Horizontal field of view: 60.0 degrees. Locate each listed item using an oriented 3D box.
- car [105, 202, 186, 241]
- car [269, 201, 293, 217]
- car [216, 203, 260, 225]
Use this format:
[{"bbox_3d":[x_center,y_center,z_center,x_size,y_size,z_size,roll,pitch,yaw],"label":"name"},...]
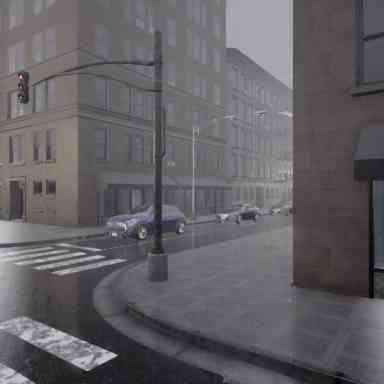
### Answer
[{"bbox_3d":[-2.333,1.432,17.530,2.097,1.767,4.553,0,0,36],"label":"car"},{"bbox_3d":[9.554,1.684,34.207,2.128,1.511,4.902,0,0,35],"label":"car"},{"bbox_3d":[3.676,1.629,25.940,2.128,1.511,4.902,0,0,36],"label":"car"}]
